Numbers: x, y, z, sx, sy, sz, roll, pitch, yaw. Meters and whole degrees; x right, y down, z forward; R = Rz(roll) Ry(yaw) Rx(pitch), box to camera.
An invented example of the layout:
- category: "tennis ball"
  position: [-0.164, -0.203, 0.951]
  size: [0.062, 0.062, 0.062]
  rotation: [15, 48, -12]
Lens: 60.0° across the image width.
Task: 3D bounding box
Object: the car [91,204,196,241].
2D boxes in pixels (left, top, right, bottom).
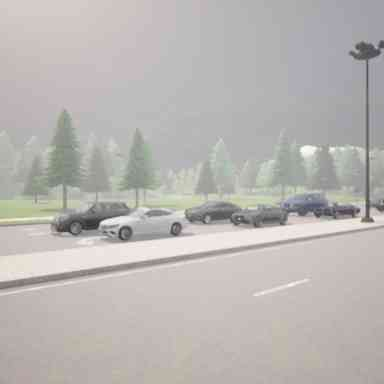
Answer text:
- category: "car"
  position: [-2.340, 1.508, 16.795]
  size: [4.674, 1.442, 1.812]
  rotation: [0, 0, -38]

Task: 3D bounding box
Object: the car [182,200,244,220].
- category: "car"
  position: [1.906, 1.505, 29.024]
  size: [5.357, 1.411, 2.033]
  rotation: [0, 0, -38]

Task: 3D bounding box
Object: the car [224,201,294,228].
- category: "car"
  position: [4.514, 1.526, 22.183]
  size: [4.181, 1.385, 1.994]
  rotation: [0, 0, -39]

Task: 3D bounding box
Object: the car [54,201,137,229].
- category: "car"
  position: [-6.427, 1.461, 22.484]
  size: [5.008, 1.535, 1.882]
  rotation: [0, 0, -38]

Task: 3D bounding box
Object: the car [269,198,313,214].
- category: "car"
  position: [10.716, 1.423, 35.910]
  size: [4.902, 1.511, 2.128]
  rotation: [0, 0, -38]

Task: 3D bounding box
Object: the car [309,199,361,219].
- category: "car"
  position: [12.330, 1.539, 28.294]
  size: [4.718, 1.301, 1.895]
  rotation: [0, 0, -38]

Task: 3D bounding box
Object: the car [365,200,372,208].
- category: "car"
  position: [23.224, 1.413, 41.079]
  size: [4.892, 1.490, 1.837]
  rotation: [0, 0, -38]

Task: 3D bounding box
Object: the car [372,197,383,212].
- category: "car"
  position: [21.974, 1.133, 35.746]
  size: [5.566, 2.045, 2.150]
  rotation: [0, 0, -39]

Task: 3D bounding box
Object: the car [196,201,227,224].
- category: "car"
  position: [1.681, 1.469, 24.400]
  size: [4.892, 1.490, 1.837]
  rotation: [0, 0, -38]

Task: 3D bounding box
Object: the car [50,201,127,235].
- category: "car"
  position: [-5.499, 1.338, 18.765]
  size: [4.553, 1.767, 2.097]
  rotation: [0, 0, -38]

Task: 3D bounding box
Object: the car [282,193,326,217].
- category: "car"
  position: [10.628, 1.156, 31.409]
  size: [5.566, 2.045, 2.150]
  rotation: [-1, 0, -37]
